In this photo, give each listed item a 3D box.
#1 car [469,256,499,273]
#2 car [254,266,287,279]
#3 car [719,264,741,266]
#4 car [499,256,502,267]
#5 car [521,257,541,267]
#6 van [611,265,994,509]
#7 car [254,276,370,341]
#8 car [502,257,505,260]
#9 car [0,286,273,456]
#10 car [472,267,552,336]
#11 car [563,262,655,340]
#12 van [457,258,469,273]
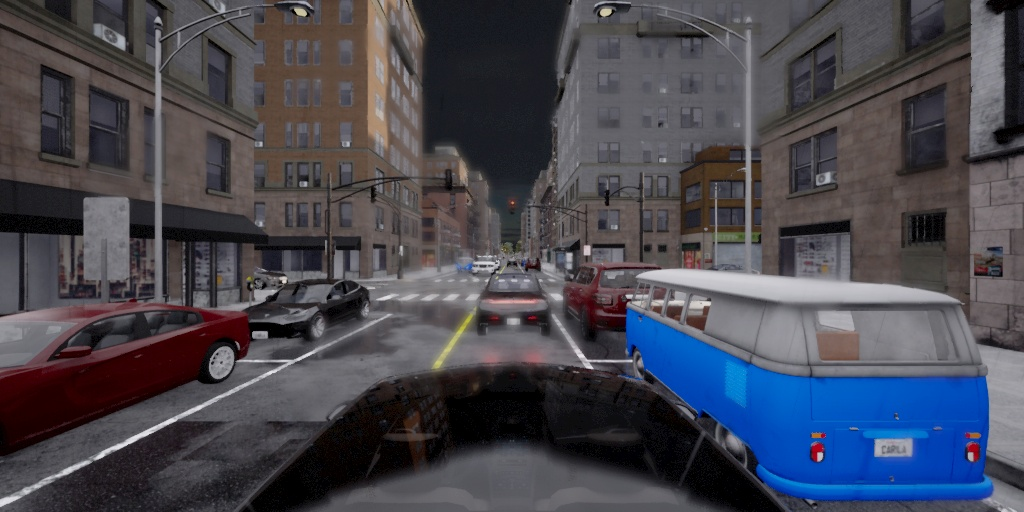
[{"bbox_3d":[-2.837,0.966,37.510,2.150,2.045,5.566,0,0,0],"label":"car"},{"bbox_3d":[-16.235,1.304,21.719,4.902,1.511,2.128,0,0,0],"label":"car"},{"bbox_3d":[14.666,1.241,24.711,4.181,1.385,1.994,0,0,0],"label":"car"},{"bbox_3d":[-2.829,0.962,49.227,2.150,2.045,5.566,0,0,0],"label":"car"},{"bbox_3d":[2.724,1.057,47.214,2.192,1.841,5.009,0,0,0],"label":"car"},{"bbox_3d":[2.643,1.091,4.331,1.690,1.789,3.998,0,0,0],"label":"van"},{"bbox_3d":[-5.380,1.315,9.845,1.948,1.339,4.313,0,0,0],"label":"car"},{"bbox_3d":[-2.802,1.231,61.468,2.128,1.511,4.902,0,0,0],"label":"car"},{"bbox_3d":[-5.382,1.295,4.334,1.888,1.381,4.507,0,0,0],"label":"car"},{"bbox_3d":[0.053,1.241,10.383,2.128,1.511,4.902,0,0,0],"label":"car"},{"bbox_3d":[2.645,1.064,9.843,2.192,1.841,5.009,0,0,0],"label":"car"},{"bbox_3d":[-5.391,1.084,41.809,1.690,1.789,3.998,0,0,0],"label":"van"}]
